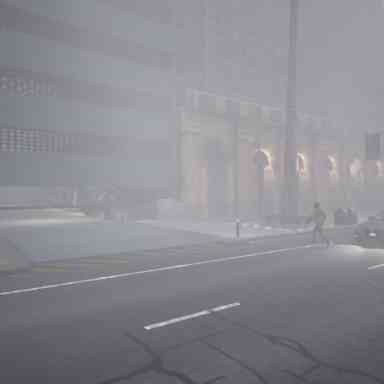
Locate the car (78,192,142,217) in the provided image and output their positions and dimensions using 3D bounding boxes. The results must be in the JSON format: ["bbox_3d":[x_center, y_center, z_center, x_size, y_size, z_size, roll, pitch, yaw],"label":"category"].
[{"bbox_3d":[-7.110,1.028,29.316,5.566,2.045,2.435,0,0,-36],"label":"car"}]

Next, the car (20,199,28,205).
[{"bbox_3d":[-24.950,1.413,53.562,4.786,1.482,2.161,0,0,-36],"label":"car"}]

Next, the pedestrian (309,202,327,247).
[{"bbox_3d":[5.288,1.294,13.929,0.375,1.860,0.375,0,0,-36],"label":"pedestrian"}]

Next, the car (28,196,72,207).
[{"bbox_3d":[-18.544,1.463,43.882,4.718,1.301,1.895,0,0,-36],"label":"car"}]

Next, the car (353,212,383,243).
[{"bbox_3d":[9.010,1.563,14.770,4.181,1.385,1.994,0,0,-36],"label":"car"}]
